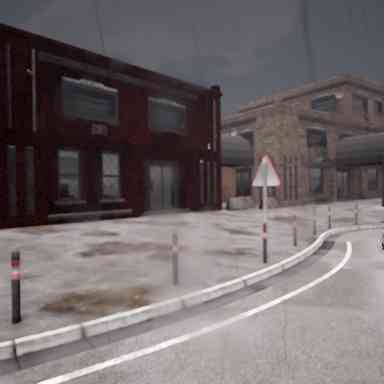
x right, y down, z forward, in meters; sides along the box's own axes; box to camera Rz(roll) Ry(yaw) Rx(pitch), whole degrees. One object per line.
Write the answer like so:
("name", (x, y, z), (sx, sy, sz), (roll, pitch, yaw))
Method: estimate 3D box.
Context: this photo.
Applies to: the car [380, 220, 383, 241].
("car", (8.085, 1.308, 12.012), (1.837, 1.490, 4.892), (-5, -2, 32))
